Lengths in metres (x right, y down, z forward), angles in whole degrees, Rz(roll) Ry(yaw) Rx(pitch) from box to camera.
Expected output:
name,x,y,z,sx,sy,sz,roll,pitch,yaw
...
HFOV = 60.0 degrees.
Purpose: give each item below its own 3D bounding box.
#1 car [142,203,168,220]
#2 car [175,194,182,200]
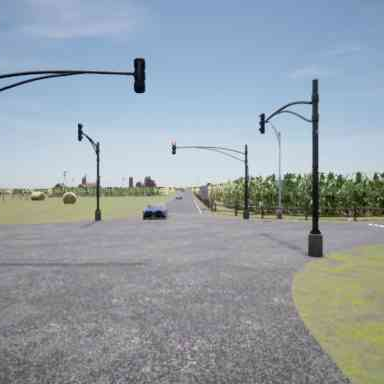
name,x,y,z,sx,sy,sz,roll,pitch,yaw
car,-3.037,1.601,28.013,1.895,1.301,4.718,0,0,-2
car,-3.571,1.320,88.228,1.882,1.535,5.008,0,0,0
